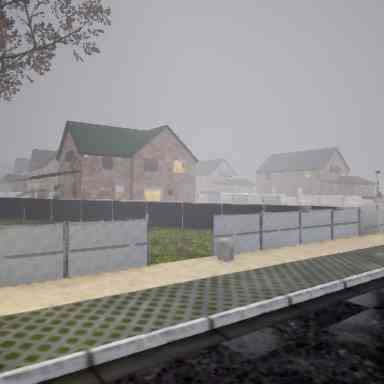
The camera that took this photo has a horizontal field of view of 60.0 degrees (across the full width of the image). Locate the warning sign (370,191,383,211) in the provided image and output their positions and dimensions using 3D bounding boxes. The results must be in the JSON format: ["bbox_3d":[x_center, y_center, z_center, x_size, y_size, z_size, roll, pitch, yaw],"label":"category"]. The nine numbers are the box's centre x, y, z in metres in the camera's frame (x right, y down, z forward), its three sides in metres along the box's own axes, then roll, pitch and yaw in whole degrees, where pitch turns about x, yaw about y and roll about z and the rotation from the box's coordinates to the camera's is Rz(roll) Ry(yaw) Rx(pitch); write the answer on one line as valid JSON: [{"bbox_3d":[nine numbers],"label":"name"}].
[{"bbox_3d":[17.896,0.879,31.797,1.300,1.860,1.060,-1,0,-36],"label":"warning sign"}]

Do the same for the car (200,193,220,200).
[{"bbox_3d":[2.068,0.905,49.412,2.033,1.411,5.357,1,1,-36],"label":"car"}]
